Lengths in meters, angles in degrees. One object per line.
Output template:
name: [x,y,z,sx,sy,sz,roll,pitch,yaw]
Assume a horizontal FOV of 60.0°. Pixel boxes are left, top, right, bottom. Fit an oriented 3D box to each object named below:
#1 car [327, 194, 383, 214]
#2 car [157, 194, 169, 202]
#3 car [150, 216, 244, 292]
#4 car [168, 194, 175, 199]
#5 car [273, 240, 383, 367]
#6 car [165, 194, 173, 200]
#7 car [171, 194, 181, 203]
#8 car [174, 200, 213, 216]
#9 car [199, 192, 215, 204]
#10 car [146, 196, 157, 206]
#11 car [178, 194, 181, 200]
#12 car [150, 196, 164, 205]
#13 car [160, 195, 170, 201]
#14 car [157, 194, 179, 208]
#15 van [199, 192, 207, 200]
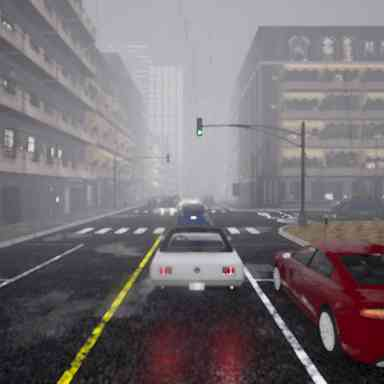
car: [14.151,0.952,28.809,4.553,1.767,2.097,-1,1,1]
car: [-5.697,1.145,65.905,1.967,1.590,4.097,-1,0,0]
car: [0.101,1.557,8.736,1.895,1.301,4.718,0,0,0]
car: [-5.694,1.182,93.545,1.802,1.307,4.206,-1,0,0]
car: [2.683,1.515,5.845,1.887,1.381,4.507,0,0,0]
car: [-5.695,1.166,82.319,1.752,1.417,4.829,-1,0,0]
car: [-3.000,1.219,63.403,1.837,1.490,4.892,0,0,0]
car: [0.100,1.460,21.445,1.994,1.385,4.181,0,0,0]
car: [2.683,1.189,54.844,1.967,1.590,4.097,-1,0,0]
car: [-5.696,1.323,49.322,2.008,1.369,4.403,0,0,0]
car: [-3.075,1.304,53.043,2.033,1.411,5.357,0,0,0]
car: [-5.696,1.315,54.849,1.947,1.339,4.313,0,0,0]
car: [-5.696,1.265,71.434,1.802,1.307,4.206,-1,0,0]
car: [-3.092,1.359,43.656,1.994,1.385,4.181,0,0,0]
van: [2.683,0.982,82.482,1.690,1.788,3.998,-1,0,0]
